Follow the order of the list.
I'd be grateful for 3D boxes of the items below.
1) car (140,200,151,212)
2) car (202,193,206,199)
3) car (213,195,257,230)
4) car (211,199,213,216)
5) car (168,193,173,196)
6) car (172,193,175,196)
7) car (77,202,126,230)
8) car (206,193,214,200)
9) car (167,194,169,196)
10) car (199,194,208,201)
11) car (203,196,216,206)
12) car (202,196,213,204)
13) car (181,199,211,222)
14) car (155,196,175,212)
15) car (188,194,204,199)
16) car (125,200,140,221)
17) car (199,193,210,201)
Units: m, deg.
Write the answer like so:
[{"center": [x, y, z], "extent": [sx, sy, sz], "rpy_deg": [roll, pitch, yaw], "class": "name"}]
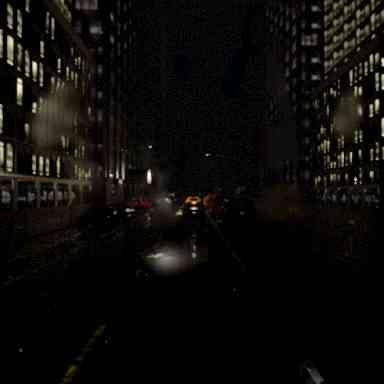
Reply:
[{"center": [-5.620, 1.510, 37.273], "extent": [1.802, 1.307, 4.206], "rpy_deg": [0, 0, 0], "class": "car"}, {"center": [2.771, 1.230, 42.798], "extent": [2.192, 1.841, 5.009], "rpy_deg": [0, 0, 0], "class": "car"}, {"center": [2.732, 1.275, 20.640], "extent": [2.192, 1.841, 5.009], "rpy_deg": [0, 0, 0], "class": "car"}, {"center": [2.740, 1.494, 26.179], "extent": [1.887, 1.381, 4.507], "rpy_deg": [0, 0, 0], "class": "car"}, {"center": [-5.563, 1.441, 70.508], "extent": [1.802, 1.307, 4.206], "rpy_deg": [0, 0, 0], "class": "car"}, {"center": [-5.533, 1.139, 87.126], "extent": [2.192, 1.841, 5.009], "rpy_deg": [0, 0, 0], "class": "car"}, {"center": [-5.650, 1.527, 20.654], "extent": [1.947, 1.339, 4.313], "rpy_deg": [0, 0, 0], "class": "car"}, {"center": [2.751, 1.253, 31.719], "extent": [2.192, 1.841, 5.009], "rpy_deg": [0, 0, 0], "class": "car"}, {"center": [-5.582, 1.464, 59.430], "extent": [1.802, 1.307, 4.206], "rpy_deg": [0, 0, 0], "class": "car"}, {"center": [2.837, 1.274, 81.572], "extent": [1.967, 1.590, 4.097], "rpy_deg": [0, 0, 0], "class": "car"}, {"center": [2.789, 1.443, 53.876], "extent": [2.008, 1.369, 4.403], "rpy_deg": [0, 0, 0], "class": "car"}, {"center": [2.799, 1.406, 59.586], "extent": [1.752, 1.417, 4.829], "rpy_deg": [0, 0, 0], "class": "car"}, {"center": [0.146, 1.497, 26.032], "extent": [2.033, 1.411, 5.357], "rpy_deg": [0, 0, 0], "class": "car"}, {"center": [-3.033, 1.474, 37.621], "extent": [2.033, 1.411, 5.357], "rpy_deg": [0, 0, 0], "class": "car"}, {"center": [0.176, 1.393, 42.591], "extent": [1.882, 1.535, 5.008], "rpy_deg": [0, 0, 0], "class": "car"}, {"center": [-5.640, 1.501, 26.193], "extent": [2.008, 1.369, 4.403], "rpy_deg": [0, 0, 0], "class": "car"}, {"center": [2.829, 1.161, 76.033], "extent": [2.192, 1.841, 5.009], "rpy_deg": [0, 0, 0], "class": "car"}]
